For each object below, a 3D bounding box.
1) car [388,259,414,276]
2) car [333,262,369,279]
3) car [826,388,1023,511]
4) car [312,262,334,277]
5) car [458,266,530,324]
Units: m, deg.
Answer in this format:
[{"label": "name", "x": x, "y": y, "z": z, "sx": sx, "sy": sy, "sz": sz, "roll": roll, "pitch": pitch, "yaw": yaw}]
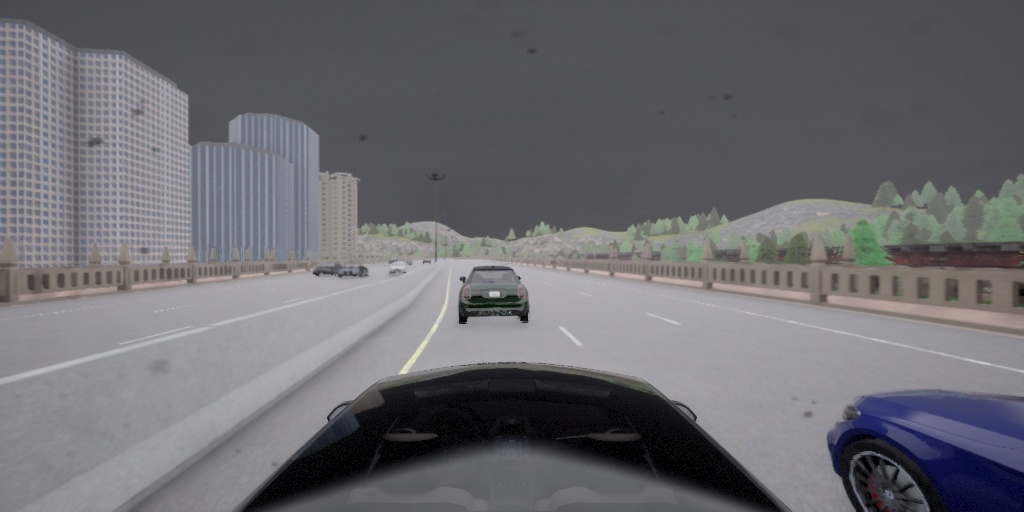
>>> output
[{"label": "car", "x": -12.125, "y": 1.315, "z": 38.866, "sx": 1.812, "sy": 1.442, "sz": 4.674, "roll": 0, "pitch": 0, "yaw": -9}, {"label": "car", "x": -14.809, "y": 1.365, "z": 33.675, "sx": 1.994, "sy": 1.385, "sz": 4.181, "roll": 0, "pitch": 0, "yaw": -9}, {"label": "car", "x": 3.465, "y": 1.262, "z": 0.921, "sx": 1.812, "sy": 1.442, "sz": 4.674, "roll": 0, "pitch": 0, "yaw": 0}, {"label": "car", "x": -19.011, "y": 1.365, "z": 37.585, "sx": 2.033, "sy": 1.411, "sz": 5.357, "roll": 0, "pitch": 0, "yaw": -9}, {"label": "car", "x": -0.716, "y": 1.102, "z": 12.298, "sx": 2.097, "sy": 1.767, "sz": 4.553, "roll": 0, "pitch": 0, "yaw": -6}]
